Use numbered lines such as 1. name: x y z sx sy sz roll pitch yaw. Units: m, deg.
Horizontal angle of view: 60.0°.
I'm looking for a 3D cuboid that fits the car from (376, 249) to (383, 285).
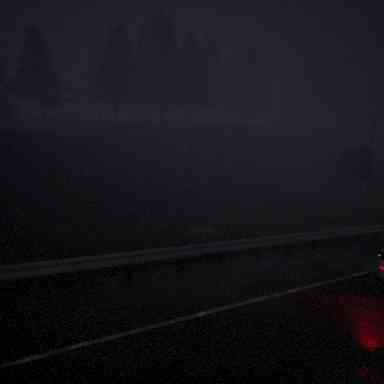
1. car: 6.216 1.523 7.877 4.674 1.442 1.812 0 0 -33
